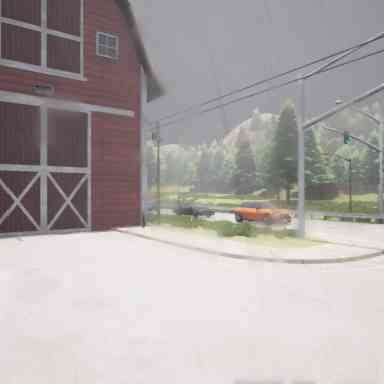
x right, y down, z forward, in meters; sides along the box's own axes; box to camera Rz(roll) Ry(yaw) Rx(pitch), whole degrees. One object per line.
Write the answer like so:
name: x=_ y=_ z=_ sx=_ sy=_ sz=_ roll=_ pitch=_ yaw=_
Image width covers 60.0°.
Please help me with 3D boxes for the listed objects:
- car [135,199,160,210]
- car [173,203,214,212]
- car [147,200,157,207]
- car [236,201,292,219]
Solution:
car: x=-6.640 y=1.847 z=49.556 sx=1.812 sy=1.442 sz=4.674 roll=0 pitch=0 yaw=-34
car: x=0.026 y=1.770 z=33.435 sx=2.033 sy=1.411 sz=5.357 roll=0 pitch=0 yaw=-34
car: x=-5.594 y=1.839 z=41.650 sx=1.994 sy=1.385 sz=4.181 roll=0 pitch=0 yaw=-35
car: x=5.405 y=1.524 z=25.577 sx=2.097 sy=1.767 sz=4.553 roll=0 pitch=0 yaw=-34
